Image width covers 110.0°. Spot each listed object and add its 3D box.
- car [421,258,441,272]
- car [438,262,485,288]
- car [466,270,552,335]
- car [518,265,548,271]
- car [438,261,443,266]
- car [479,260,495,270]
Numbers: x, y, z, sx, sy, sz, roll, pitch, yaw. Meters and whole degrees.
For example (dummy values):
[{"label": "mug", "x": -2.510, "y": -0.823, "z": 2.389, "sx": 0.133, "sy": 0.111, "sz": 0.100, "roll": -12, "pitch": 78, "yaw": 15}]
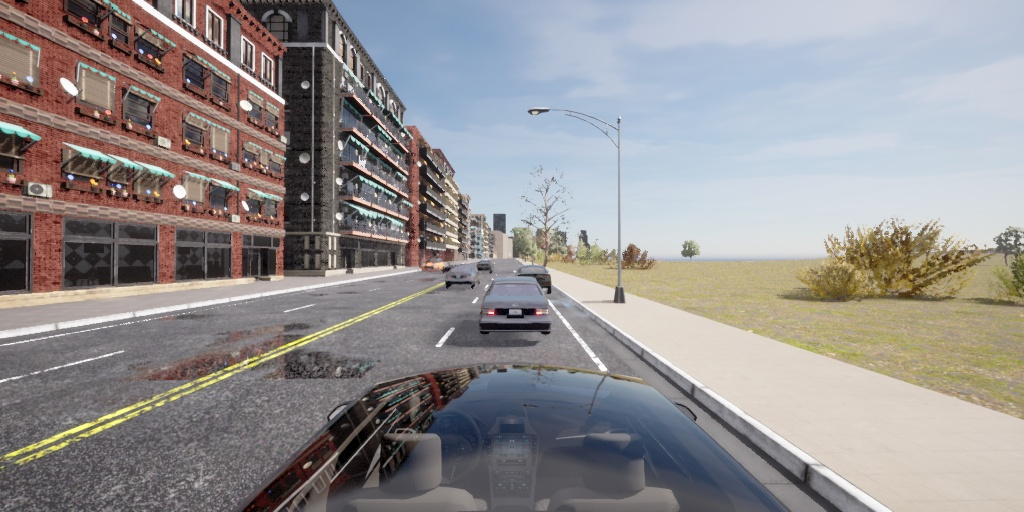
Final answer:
[{"label": "car", "x": -9.899, "y": 1.103, "z": 44.900, "sx": 2.097, "sy": 1.767, "sz": 4.553, "roll": 0, "pitch": 0, "yaw": 0}, {"label": "car", "x": -3.167, "y": 1.300, "z": 23.711, "sx": 2.033, "sy": 1.411, "sz": 5.357, "roll": 0, "pitch": 0, "yaw": 0}, {"label": "car", "x": 0.092, "y": 1.299, "z": 10.542, "sx": 2.033, "sy": 1.411, "sz": 5.357, "roll": 0, "pitch": 0, "yaw": 0}, {"label": "car", "x": 1.115, "y": 1.230, "z": 20.306, "sx": 1.882, "sy": 1.535, "sz": 5.008, "roll": 0, "pitch": 0, "yaw": 0}, {"label": "car", "x": -6.646, "y": 1.352, "z": 40.620, "sx": 1.895, "sy": 1.301, "sz": 4.718, "roll": 0, "pitch": 0, "yaw": 0}, {"label": "car", "x": -3.196, "y": 1.255, "z": 43.072, "sx": 1.837, "sy": 1.490, "sz": 4.892, "roll": 0, "pitch": 0, "yaw": 0}]
